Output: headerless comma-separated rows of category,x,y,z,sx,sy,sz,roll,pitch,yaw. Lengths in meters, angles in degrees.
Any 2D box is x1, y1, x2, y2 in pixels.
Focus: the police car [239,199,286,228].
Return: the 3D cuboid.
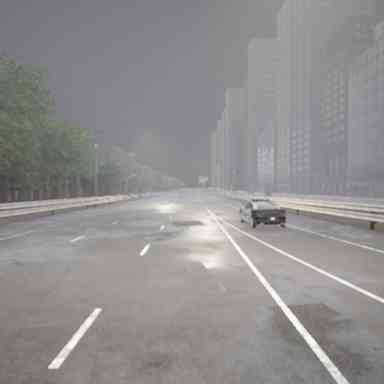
police car,4.208,1.246,20.674,1.930,1.638,5.238,0,0,-4
